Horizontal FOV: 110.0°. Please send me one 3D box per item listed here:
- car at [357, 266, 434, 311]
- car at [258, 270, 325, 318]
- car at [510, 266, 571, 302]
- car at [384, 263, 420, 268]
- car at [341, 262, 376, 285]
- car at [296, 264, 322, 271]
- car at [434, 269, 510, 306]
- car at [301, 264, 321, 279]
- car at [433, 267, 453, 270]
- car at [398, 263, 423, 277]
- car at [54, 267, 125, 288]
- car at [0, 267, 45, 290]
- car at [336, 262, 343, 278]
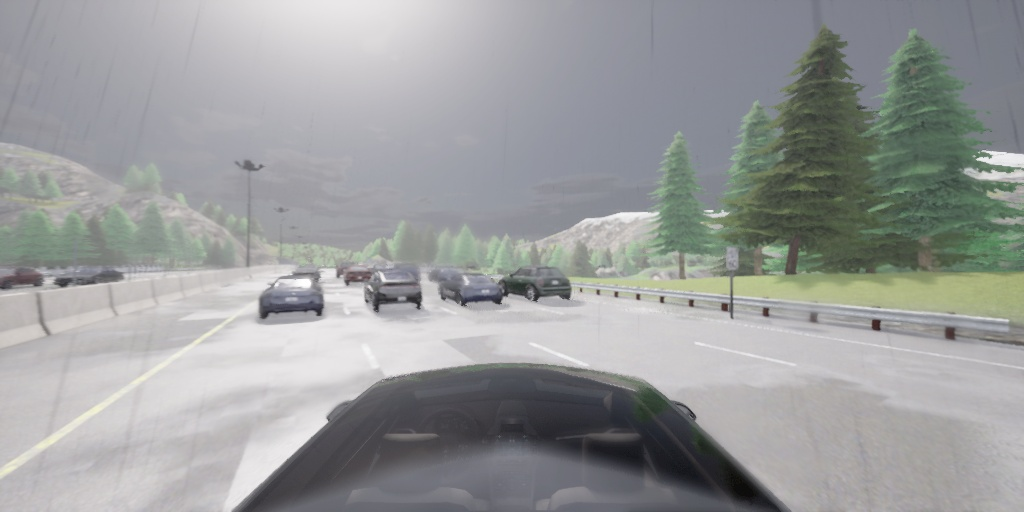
[{"bbox_3d":[-5.167,1.382,15.334,2.128,1.511,4.902,0,-1,-28],"label":"car"},{"bbox_3d":[-8.295,1.429,13.762,1.994,1.385,4.181,0,-1,-28],"label":"car"},{"bbox_3d":[1.042,1.285,18.567,2.097,1.767,4.553,0,-1,-28],"label":"car"},{"bbox_3d":[-9.122,1.393,30.140,2.097,1.767,4.553,0,-1,-28],"label":"car"},{"bbox_3d":[-12.597,1.501,29.225,1.882,1.535,5.008,0,0,-28],"label":"car"},{"bbox_3d":[-15.326,1.500,26.894,1.837,1.490,4.892,0,0,-28],"label":"car"},{"bbox_3d":[-2.048,1.476,16.919,1.994,1.385,4.181,0,-1,-28],"label":"car"},{"bbox_3d":[-21.744,1.636,38.853,1.812,1.442,4.674,0,-1,-28],"label":"car"},{"bbox_3d":[-6.068,1.631,31.848,1.994,1.385,4.181,0,-1,-28],"label":"car"},{"bbox_3d":[-12.408,1.689,43.658,1.837,1.490,4.892,0,0,-28],"label":"car"},{"bbox_3d":[-31.104,1.503,26.650,2.033,1.411,5.357,0,-1,-28],"label":"car"},{"bbox_3d":[-33.554,1.444,23.786,1.812,1.442,4.674,0,-1,-28],"label":"car"},{"bbox_3d":[-18.626,1.485,40.447,2.097,1.767,4.553,0,-1,-28],"label":"car"}]
